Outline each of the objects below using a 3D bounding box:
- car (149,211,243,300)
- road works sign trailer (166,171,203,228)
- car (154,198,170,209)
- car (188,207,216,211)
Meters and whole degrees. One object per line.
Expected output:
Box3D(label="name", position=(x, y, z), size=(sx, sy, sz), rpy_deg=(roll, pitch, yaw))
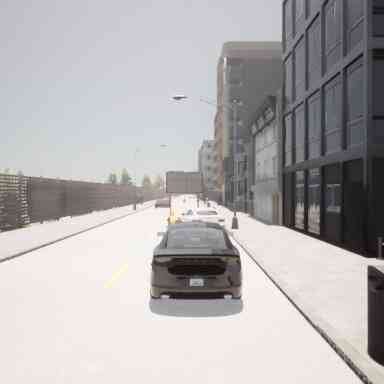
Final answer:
Box3D(label="car", position=(0.085, 1.478, 8.469), size=(1.882, 1.535, 5.008), rpy_deg=(0, 0, 0))
Box3D(label="road works sign trailer", position=(-0.526, 0.465, 21.296), size=(2.380, 3.560, 2.880), rpy_deg=(0, 0, -16))
Box3D(label="car", position=(-4.079, 1.564, 46.329), size=(1.994, 1.385, 4.181), rpy_deg=(0, 0, 0))
Box3D(label="car", position=(0.490, 1.539, 17.816), size=(1.812, 1.442, 4.674), rpy_deg=(0, -1, -10))
